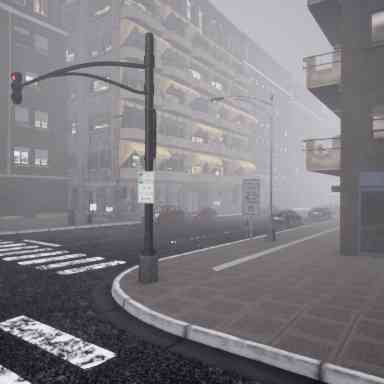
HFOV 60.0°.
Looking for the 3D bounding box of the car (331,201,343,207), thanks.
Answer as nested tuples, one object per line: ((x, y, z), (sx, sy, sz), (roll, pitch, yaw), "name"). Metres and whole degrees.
((36.451, 3.022, 83.464), (1.967, 1.590, 4.097), (-1, -1, 35), "car")

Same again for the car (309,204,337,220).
((14.192, 2.296, 36.745), (1.947, 1.339, 4.313), (-1, -2, 35), "car")

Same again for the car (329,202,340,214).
((20.759, 2.458, 46.210), (1.752, 1.417, 4.829), (-1, -2, 35), "car")

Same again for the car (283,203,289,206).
((13.735, 2.404, 50.671), (1.752, 1.417, 4.829), (-1, -1, 35), "car")

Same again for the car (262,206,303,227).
((7.722, 2.095, 27.421), (1.947, 1.339, 4.313), (-1, -2, 35), "car")

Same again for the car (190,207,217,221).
((0.892, 2.063, 32.162), (1.802, 1.307, 4.206), (-1, -1, 35), "car")

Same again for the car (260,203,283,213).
((10.597, 2.327, 46.148), (1.887, 1.381, 4.507), (-1, -1, 35), "car")

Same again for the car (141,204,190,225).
((-2.343, 1.821, 27.503), (1.967, 1.590, 4.097), (-1, -1, 35), "car")

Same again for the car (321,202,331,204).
((19.529, 2.546, 48.900), (1.895, 1.301, 4.718), (0, -1, 35), "car")
